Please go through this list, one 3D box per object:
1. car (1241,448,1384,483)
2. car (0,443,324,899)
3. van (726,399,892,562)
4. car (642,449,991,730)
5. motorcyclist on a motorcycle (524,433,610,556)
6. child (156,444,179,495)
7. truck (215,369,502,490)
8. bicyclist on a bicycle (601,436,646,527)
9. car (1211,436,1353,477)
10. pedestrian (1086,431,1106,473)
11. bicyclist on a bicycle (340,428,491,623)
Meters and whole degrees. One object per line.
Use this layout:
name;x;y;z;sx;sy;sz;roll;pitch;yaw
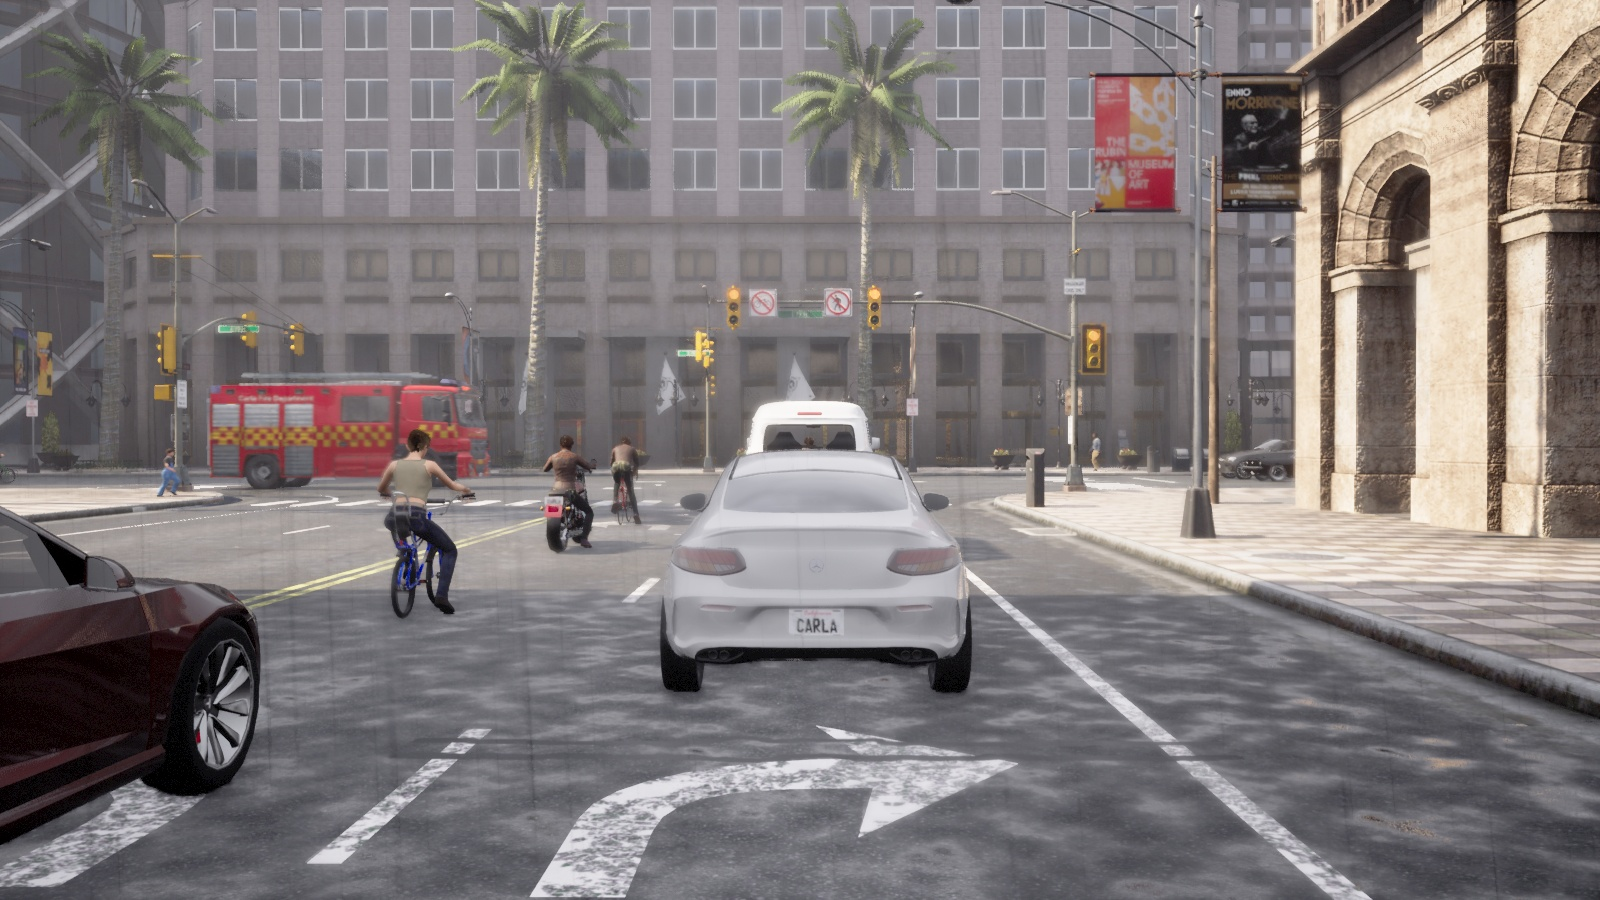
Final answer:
car;19.545;0.591;48.045;4.718;1.301;1.895;0;0;1
car;-3.449;0.722;3.799;2.163;1.488;4.792;0;0;1
van;0.170;0.369;17.908;2.069;2.038;4.480;0;0;1
car;0.104;0.722;8.867;1.812;1.442;4.674;0;0;0
motorcyclist on a motorcycle;-3.299;0.593;17.981;0.766;1.649;2.350;0;0;1
child;-15.814;0.493;31.420;0.437;1.263;0.270;0;0;0
truck;-14.428;-0.664;41.495;8.468;3.827;2.891;0;0;1
bicyclist on a bicycle;-3.256;0.565;23.313;0.582;1.620;1.656;0;0;1
car;19.711;0.250;51.521;5.027;1.651;2.152;0;0;1
pedestrian;13.714;0.086;58.143;0.788;1.949;0.423;0;0;-14
bicyclist on a bicycle;-3.366;0.617;11.144;0.866;1.612;1.509;0;0;0
